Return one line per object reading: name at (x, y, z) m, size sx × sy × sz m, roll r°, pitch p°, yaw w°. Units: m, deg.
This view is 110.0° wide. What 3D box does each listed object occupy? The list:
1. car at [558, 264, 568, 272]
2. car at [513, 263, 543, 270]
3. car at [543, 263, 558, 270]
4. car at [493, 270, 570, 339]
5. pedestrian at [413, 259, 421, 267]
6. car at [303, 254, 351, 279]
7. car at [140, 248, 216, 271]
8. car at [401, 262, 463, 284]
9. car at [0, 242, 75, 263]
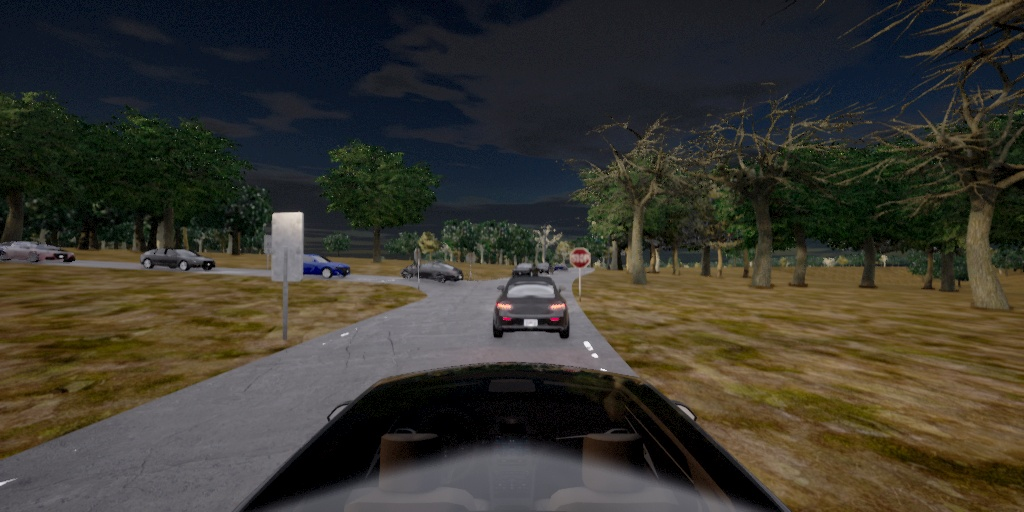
car at (7.964, 1.899, 58.540) m, size 1.895 × 1.301 × 4.718 m, roll 0°, pitch -1°, yaw 16°
car at (1.455, 1.428, 36.268) m, size 1.882 × 1.535 × 5.008 m, roll 0°, pitch -1°, yaw 16°
car at (4.183, 1.603, 45.925) m, size 1.837 × 1.490 × 4.892 m, roll 0°, pitch -1°, yaw 17°
car at (0.539, 1.274, 10.018) m, size 1.812 × 1.442 × 4.674 m, roll 0°, pitch 0°, yaw 3°
pedestrian at (-8.021, 0.827, 30.159) m, size 0.375 × 1.860 × 0.375 m, roll 0°, pitch -4°, yaw 7°
car at (-13.540, 0.663, 24.441) m, size 5.008 × 1.535 × 1.882 m, roll 2°, pitch -1°, yaw 7°
car at (-23.882, 0.240, 25.704) m, size 4.892 × 1.490 × 1.837 m, roll 3°, pitch -1°, yaw 7°
car at (-5.759, 1.141, 25.961) m, size 4.674 × 1.442 × 1.812 m, roll 4°, pitch -1°, yaw 21°
car at (-35.821, -0.214, 27.173) m, size 4.181 × 1.385 × 1.994 m, roll 2°, pitch -1°, yaw 7°
